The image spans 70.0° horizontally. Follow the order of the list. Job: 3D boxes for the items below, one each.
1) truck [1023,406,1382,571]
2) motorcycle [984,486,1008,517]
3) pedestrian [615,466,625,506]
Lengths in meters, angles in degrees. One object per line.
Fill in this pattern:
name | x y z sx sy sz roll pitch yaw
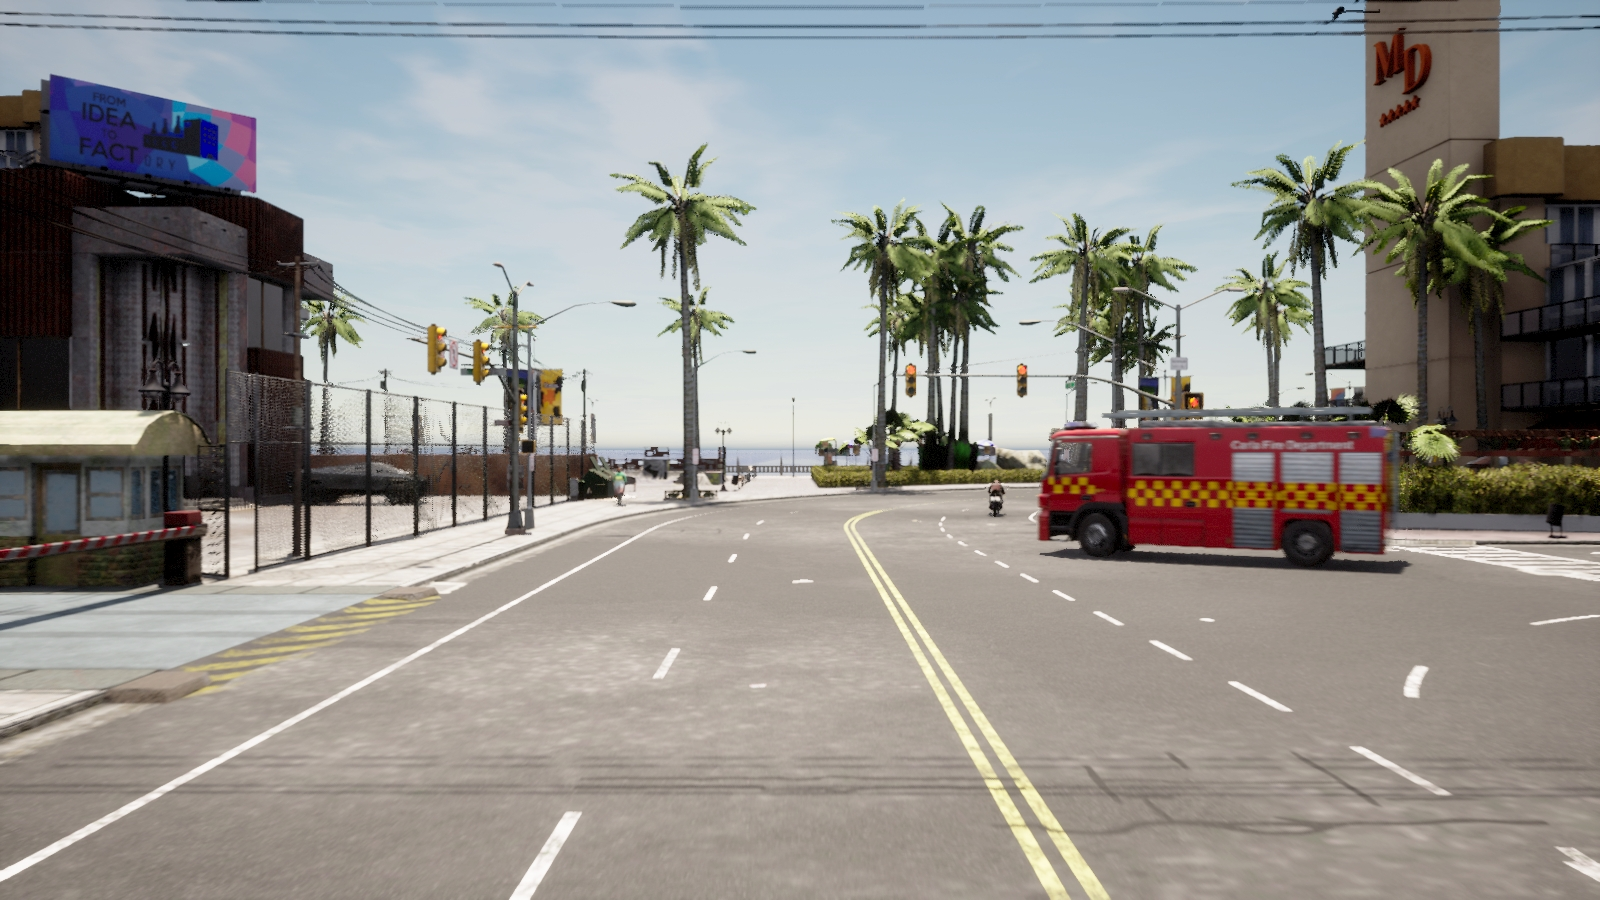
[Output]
truck | 10.405 0.890 29.903 8.468 3.827 2.891 0 0 30
motorcycle | 8.489 2.205 49.397 0.867 1.251 2.209 1 0 13
pedestrian | -8.435 1.696 53.621 0.375 1.860 0.375 0 0 6
